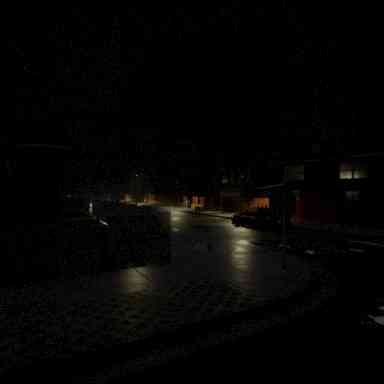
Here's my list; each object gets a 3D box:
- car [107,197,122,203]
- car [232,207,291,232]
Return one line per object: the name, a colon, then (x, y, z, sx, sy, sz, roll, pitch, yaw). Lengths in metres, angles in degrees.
car: (-12.366, 1.499, 52.376, 2.128, 1.511, 4.902, 0, 0, -23)
car: (4.112, 1.600, 20.319, 1.994, 1.385, 4.181, 0, 0, -20)
